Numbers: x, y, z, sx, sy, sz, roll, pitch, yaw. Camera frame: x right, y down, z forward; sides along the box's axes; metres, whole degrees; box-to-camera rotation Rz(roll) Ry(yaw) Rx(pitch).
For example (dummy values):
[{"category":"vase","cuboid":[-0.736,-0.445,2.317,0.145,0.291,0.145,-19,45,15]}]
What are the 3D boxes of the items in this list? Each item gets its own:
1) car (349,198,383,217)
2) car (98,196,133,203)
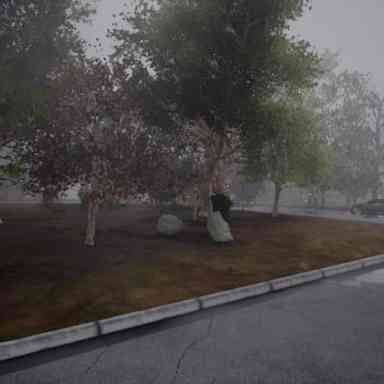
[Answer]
[{"category":"car","cuboid":[14.137,1.180,24.591,1.837,1.490,4.892,3,-1,-30]},{"category":"car","cuboid":[-10.065,0.418,42.701,5.566,2.045,2.150,1,-1,-8]}]
